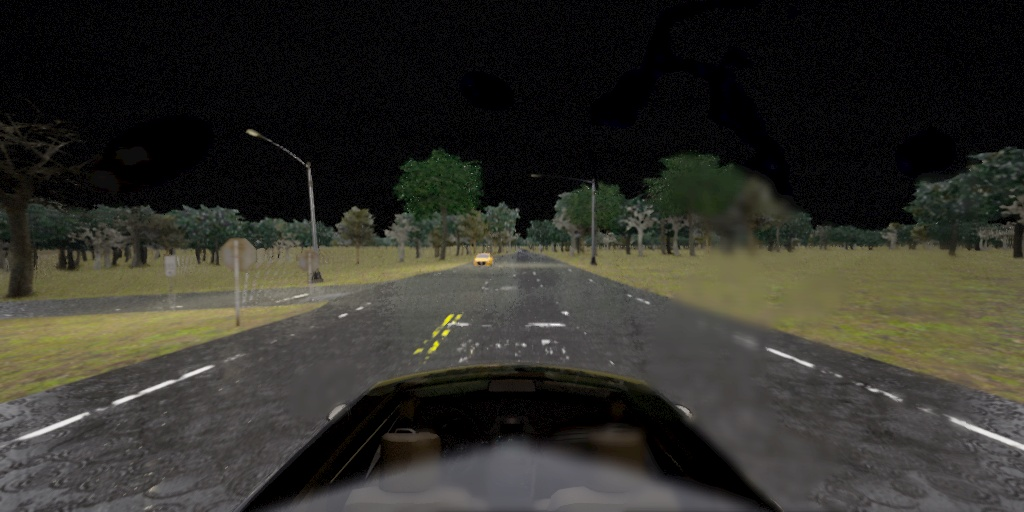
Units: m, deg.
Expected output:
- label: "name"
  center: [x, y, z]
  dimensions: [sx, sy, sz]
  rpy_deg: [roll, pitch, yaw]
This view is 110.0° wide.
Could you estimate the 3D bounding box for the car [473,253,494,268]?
- label: "car"
  center: [-3.081, 0.448, 39.606]
  dimensions: [1.882, 1.535, 5.008]
  rpy_deg: [0, 2, 2]
